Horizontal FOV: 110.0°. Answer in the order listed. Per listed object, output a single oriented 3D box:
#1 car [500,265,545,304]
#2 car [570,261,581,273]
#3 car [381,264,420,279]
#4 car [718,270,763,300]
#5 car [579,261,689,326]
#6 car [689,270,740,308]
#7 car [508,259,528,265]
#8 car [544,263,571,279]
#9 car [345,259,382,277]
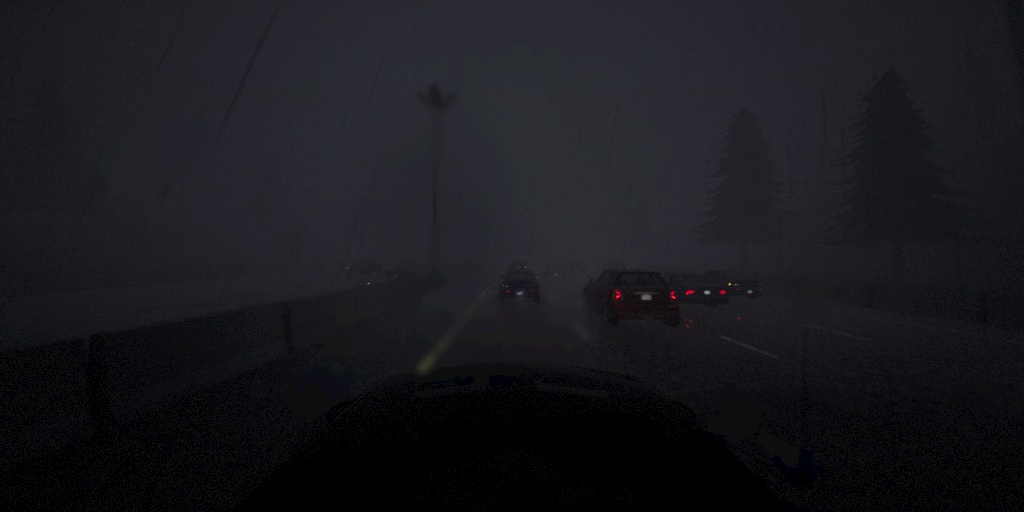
[{"bbox_3d":[0.391,1.372,17.054,1.812,1.442,4.674,0,0,1],"label":"car"},{"bbox_3d":[7.745,1.304,43.831,1.837,1.490,4.892,0,1,1],"label":"car"},{"bbox_3d":[-10.001,1.443,33.002,1.895,1.301,4.718,0,0,1],"label":"car"},{"bbox_3d":[10.912,1.433,18.697,1.812,1.442,4.674,0,0,1],"label":"car"},{"bbox_3d":[3.828,1.198,12.255,2.097,1.767,4.553,0,0,1],"label":"car"},{"bbox_3d":[7.376,1.429,15.992,2.033,1.411,5.357,0,0,1],"label":"car"},{"bbox_3d":[0.680,1.152,38.940,2.097,1.767,4.553,0,0,1],"label":"car"},{"bbox_3d":[4.120,1.446,34.490,1.895,1.301,4.718,0,0,1],"label":"car"},{"bbox_3d":[-13.498,1.003,33.087,1.812,1.442,4.674,0,0,1],"label":"car"}]
